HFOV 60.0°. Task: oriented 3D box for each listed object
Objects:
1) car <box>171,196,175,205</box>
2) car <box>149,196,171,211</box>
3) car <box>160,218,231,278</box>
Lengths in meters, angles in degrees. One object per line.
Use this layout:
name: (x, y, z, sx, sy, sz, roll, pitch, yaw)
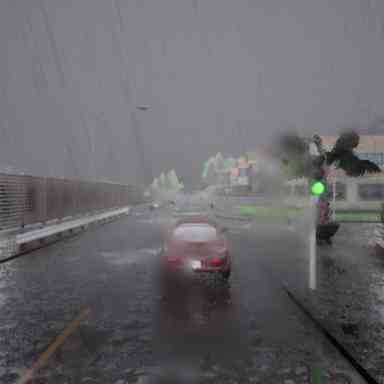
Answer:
car: (-4.036, 1.468, 57.986, 1.837, 1.490, 4.892, 0, 0, 1)
car: (-4.081, 1.463, 40.519, 2.128, 1.511, 4.902, 0, 0, 0)
car: (0.151, 1.519, 10.059, 1.812, 1.442, 4.674, 0, 0, 2)
